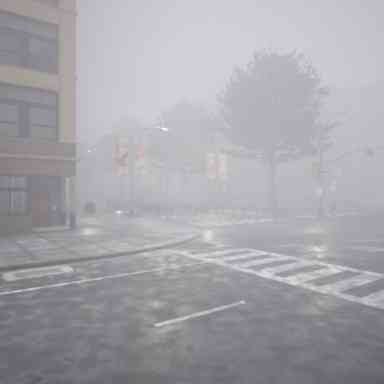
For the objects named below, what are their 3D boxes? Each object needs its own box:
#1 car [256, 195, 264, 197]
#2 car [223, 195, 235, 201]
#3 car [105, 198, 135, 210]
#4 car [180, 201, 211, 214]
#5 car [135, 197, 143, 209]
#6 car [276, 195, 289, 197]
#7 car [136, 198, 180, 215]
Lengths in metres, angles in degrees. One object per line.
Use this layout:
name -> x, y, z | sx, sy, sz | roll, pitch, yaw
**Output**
car -> 17.592, 1.418, 83.239 | 1.895, 1.301, 4.718 | 0, 0, -36
car -> 7.945, 1.377, 76.783 | 2.161, 1.482, 4.786 | 0, 0, -36
car -> -9.470, 1.492, 42.134 | 1.837, 1.490, 4.892 | 0, 0, -35
car -> -0.119, 1.586, 35.093 | 1.895, 1.301, 4.718 | 0, 0, -36
car -> -6.147, 1.476, 43.499 | 2.128, 1.511, 4.902 | 0, 0, -36
car -> 18.427, 1.281, 69.307 | 2.002, 1.452, 4.674 | 0, 0, -36
car -> -3.578, 1.589, 33.909 | 1.895, 1.301, 4.718 | 0, 0, -36
